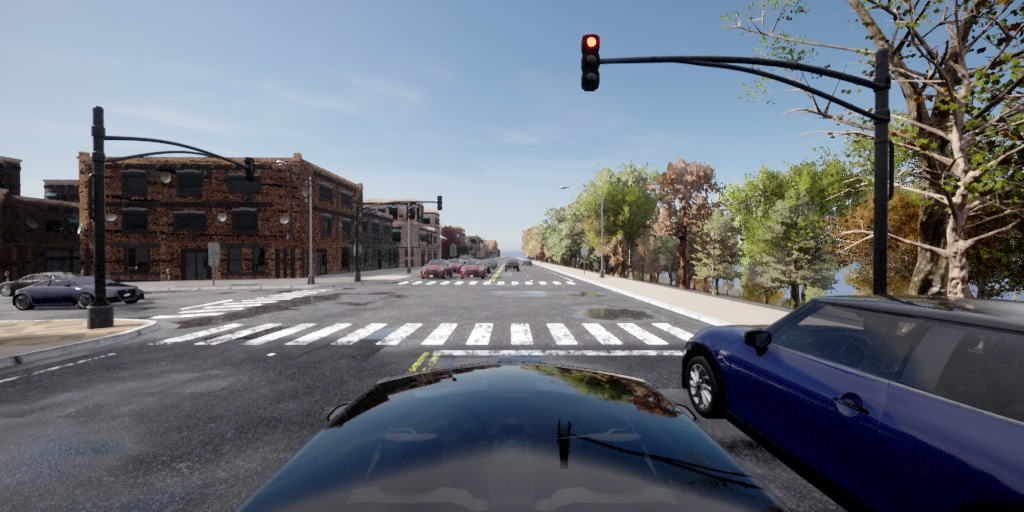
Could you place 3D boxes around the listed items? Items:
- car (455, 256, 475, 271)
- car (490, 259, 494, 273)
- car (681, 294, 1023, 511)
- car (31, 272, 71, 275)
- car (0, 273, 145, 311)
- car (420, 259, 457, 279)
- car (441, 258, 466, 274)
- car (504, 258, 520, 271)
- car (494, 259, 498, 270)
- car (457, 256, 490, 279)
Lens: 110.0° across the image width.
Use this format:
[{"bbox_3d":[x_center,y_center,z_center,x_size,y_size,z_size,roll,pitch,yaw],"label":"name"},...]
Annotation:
[{"bbox_3d":[-6.691,0.962,51.613,2.150,2.045,5.566,0,0,0],"label":"car"},{"bbox_3d":[-3.408,1.219,41.332,1.882,1.535,5.008,0,0,0],"label":"car"},{"bbox_3d":[3.350,1.102,3.041,2.097,1.767,4.553,0,0,0],"label":"car"},{"bbox_3d":[-28.331,1.669,21.867,4.403,1.370,2.007,0,0,-1],"label":"car"},{"bbox_3d":[-19.350,1.603,16.127,4.181,1.385,1.994,-1,1,-1],"label":"car"},{"bbox_3d":[-6.694,1.095,32.249,2.097,1.767,4.553,0,0,2],"label":"car"},{"bbox_3d":[-6.657,1.094,41.052,2.097,1.767,4.553,0,0,0],"label":"car"},{"bbox_3d":[0.014,1.244,50.108,1.837,1.490,4.892,0,0,0],"label":"car"},{"bbox_3d":[-3.428,1.304,51.330,1.994,1.385,4.181,0,0,1],"label":"car"},{"bbox_3d":[-3.380,1.095,32.234,2.097,1.767,4.553,0,0,0],"label":"car"}]
